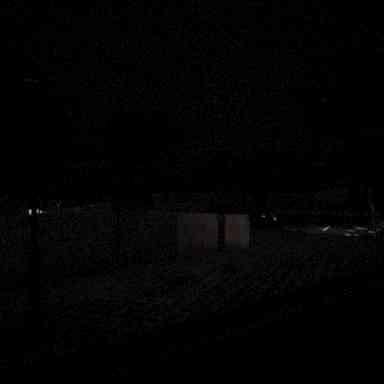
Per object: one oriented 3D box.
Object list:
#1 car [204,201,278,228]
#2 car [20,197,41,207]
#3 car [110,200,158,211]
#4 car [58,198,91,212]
[{"bbox_3d":[2.969,1.367,21.200,4.902,1.511,2.128,-1,4,37],"label":"car"},{"bbox_3d":[-22.371,1.482,45.900,2.128,1.511,4.902,-5,3,-38],"label":"car"},{"bbox_3d":[-4.823,1.422,27.555,4.902,1.511,2.128,0,4,41],"label":"car"},{"bbox_3d":[-12.298,1.450,34.596,1.837,1.490,4.892,-6,4,-44],"label":"car"}]
